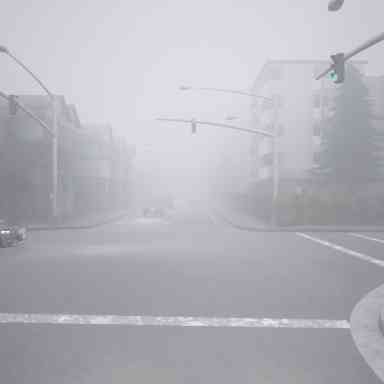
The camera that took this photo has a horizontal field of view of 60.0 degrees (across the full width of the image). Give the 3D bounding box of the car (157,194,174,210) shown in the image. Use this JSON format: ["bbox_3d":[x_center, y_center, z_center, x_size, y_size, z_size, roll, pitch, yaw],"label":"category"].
[{"bbox_3d":[-3.560,1.221,42.919,2.150,2.045,5.566,0,0,0],"label":"car"}]

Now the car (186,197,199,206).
[{"bbox_3d":[-0.001,1.526,55.234,1.812,1.442,4.674,0,0,-3],"label":"car"}]

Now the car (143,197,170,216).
[{"bbox_3d":[-3.584,1.491,32.343,2.128,1.511,4.902,0,0,0],"label":"car"}]

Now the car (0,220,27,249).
[{"bbox_3d":[-8.477,1.330,11.594,4.902,1.511,2.128,1,0,-10],"label":"car"}]
